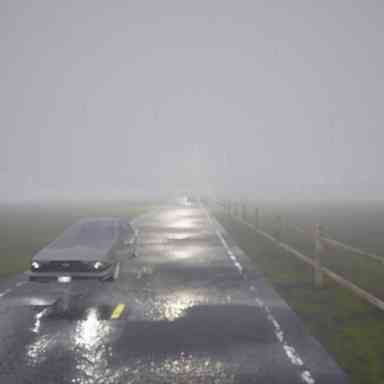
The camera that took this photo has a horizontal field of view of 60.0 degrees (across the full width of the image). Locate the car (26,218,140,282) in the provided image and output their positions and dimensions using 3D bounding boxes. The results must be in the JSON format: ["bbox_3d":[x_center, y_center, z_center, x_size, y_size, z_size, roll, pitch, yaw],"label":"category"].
[{"bbox_3d":[-2.760,1.503,9.878,2.033,1.411,5.357,0,0,0],"label":"car"}]

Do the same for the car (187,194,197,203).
[{"bbox_3d":[0.002,1.231,61.535,2.128,1.511,4.902,0,0,0],"label":"car"}]

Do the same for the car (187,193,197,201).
[{"bbox_3d":[0.002,1.092,71.955,2.128,1.511,4.902,0,0,0],"label":"car"}]
